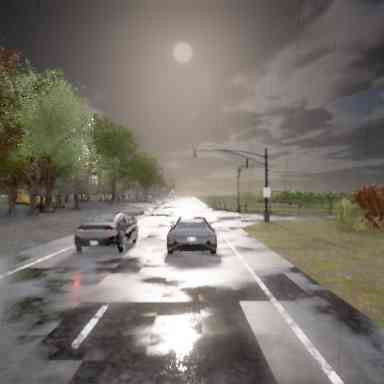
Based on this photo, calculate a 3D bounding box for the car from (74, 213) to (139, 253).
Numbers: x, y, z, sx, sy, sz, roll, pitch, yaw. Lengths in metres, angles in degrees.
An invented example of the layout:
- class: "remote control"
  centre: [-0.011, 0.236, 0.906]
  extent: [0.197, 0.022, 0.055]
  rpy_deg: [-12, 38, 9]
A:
- class: "car"
  centre: [-3.499, 1.630, 14.304]
  extent: [2.128, 1.511, 4.902]
  rpy_deg: [0, 0, 0]

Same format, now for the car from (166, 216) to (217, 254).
- class: "car"
  centre: [-0.001, 1.700, 14.085]
  extent: [1.994, 1.385, 4.181]
  rpy_deg: [0, -1, 0]
